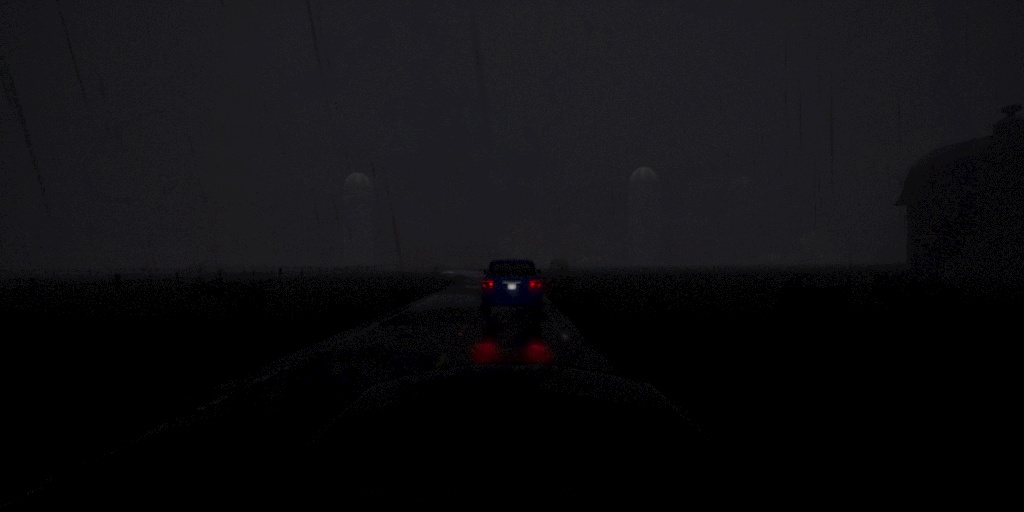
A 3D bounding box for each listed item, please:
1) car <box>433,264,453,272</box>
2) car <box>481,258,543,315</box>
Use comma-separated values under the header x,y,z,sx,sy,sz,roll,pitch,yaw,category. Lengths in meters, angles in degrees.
x,y,z,sx,sy,sz,roll,pitch,yaw,category
-12.212,2.126,63.268,1.895,1.301,4.718,0,-1,-35,car
0.013,1.110,14.390,2.150,2.045,5.566,0,0,0,car
